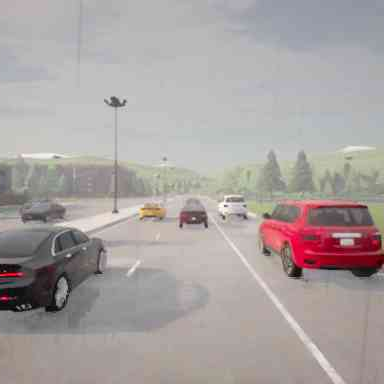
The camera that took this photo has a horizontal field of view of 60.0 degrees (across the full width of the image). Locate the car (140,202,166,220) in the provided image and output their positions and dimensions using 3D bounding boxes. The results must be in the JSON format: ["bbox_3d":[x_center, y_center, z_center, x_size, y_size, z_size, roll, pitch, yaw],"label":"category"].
[{"bbox_3d":[-3.396,1.591,29.520,1.882,1.535,5.008,0,0,0],"label":"car"}]

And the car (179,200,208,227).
[{"bbox_3d":[0.102,1.569,23.713,1.882,1.535,5.008,0,0,0],"label":"car"}]

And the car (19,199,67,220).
[{"bbox_3d":[-11.554,1.578,26.298,1.882,1.535,5.008,0,-1,0],"label":"car"}]

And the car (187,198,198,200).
[{"bbox_3d":[0.105,1.512,41.588,2.097,1.767,4.553,0,0,0],"label":"car"}]

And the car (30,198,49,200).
[{"bbox_3d":[-14.996,1.342,32.495,1.837,1.490,4.892,0,0,0],"label":"car"}]

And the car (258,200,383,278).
[{"bbox_3d":[3.601,1.262,10.398,2.150,2.045,5.566,0,0,0],"label":"car"}]

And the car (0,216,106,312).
[{"bbox_3d":[-3.394,1.535,7.744,1.837,1.490,4.892,0,0,0],"label":"car"}]

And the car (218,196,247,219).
[{"bbox_3d":[3.604,1.338,30.160,2.150,2.045,5.566,0,0,0],"label":"car"}]
